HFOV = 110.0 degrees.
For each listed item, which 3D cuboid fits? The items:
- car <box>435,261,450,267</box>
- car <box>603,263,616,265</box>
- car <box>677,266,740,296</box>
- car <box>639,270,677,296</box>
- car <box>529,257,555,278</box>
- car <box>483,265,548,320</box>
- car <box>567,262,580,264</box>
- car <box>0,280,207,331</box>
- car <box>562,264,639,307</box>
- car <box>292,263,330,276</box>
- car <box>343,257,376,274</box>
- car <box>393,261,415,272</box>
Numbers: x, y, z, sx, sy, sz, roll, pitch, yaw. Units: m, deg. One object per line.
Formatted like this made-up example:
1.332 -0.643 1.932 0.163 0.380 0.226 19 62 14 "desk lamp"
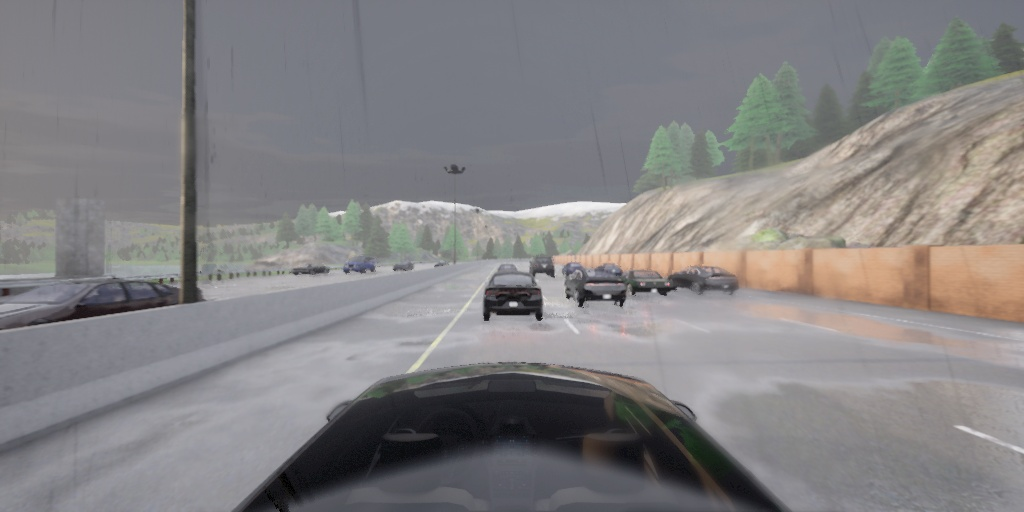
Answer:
-11.694 1.536 60.513 1.895 1.301 4.718 0 0 -1 "car"
9.966 1.425 37.173 1.994 1.385 4.181 0 0 -1 "car"
10.364 1.298 19.873 2.128 1.511 4.902 0 0 -1 "car"
6.872 1.407 19.651 1.895 1.301 4.718 0 0 -1 "car"
2.984 1.080 36.314 2.150 2.045 5.566 0 0 -1 "car"
0.000 1.263 12.920 1.882 1.535 5.008 0 0 -1 "car"
6.440 1.389 37.652 1.812 1.442 4.674 0 0 -2 "car"
-10.631 1.321 9.069 2.033 1.411 5.357 0 0 -1 "car"
3.450 1.285 15.601 2.128 1.511 4.902 0 0 -1 "car"
-21.777 1.469 38.967 1.895 1.301 4.718 0 0 -1 "car"
-18.378 1.104 43.467 2.150 2.045 5.566 0 0 -1 "car"
-15.012 1.450 50.067 2.033 1.411 5.357 0 0 -1 "car"
